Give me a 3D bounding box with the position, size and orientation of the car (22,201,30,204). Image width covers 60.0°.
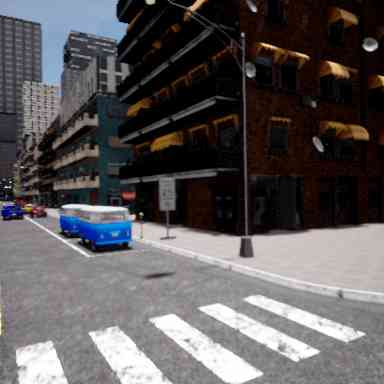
[{"bbox_3d":[-23.963,2.487,49.262,1.752,1.417,4.829,-2,0,-30],"label":"car"}]

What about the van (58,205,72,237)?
[{"bbox_3d":[-6.922,1.667,20.103,1.690,1.788,3.998,-2,0,-30],"label":"van"}]

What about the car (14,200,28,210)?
[{"bbox_3d":[-35.192,2.697,68.457,2.192,1.841,5.009,-2,0,-30],"label":"car"}]

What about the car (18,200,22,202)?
[{"bbox_3d":[-29.538,2.485,58.787,2.192,1.841,5.009,-2,0,-30],"label":"car"}]

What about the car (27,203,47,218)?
[{"bbox_3d":[-18.221,2.330,39.444,1.802,1.307,4.206,-2,0,-30],"label":"car"}]

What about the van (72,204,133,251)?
[{"bbox_3d":[-4.096,1.562,15.267,1.690,1.788,3.998,-2,0,-30],"label":"van"}]

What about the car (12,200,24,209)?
[{"bbox_3d":[-40.845,2.909,78.128,2.192,1.841,5.009,-2,0,-30],"label":"car"}]

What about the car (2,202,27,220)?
[{"bbox_3d":[-20.008,2.249,37.294,1.882,1.535,5.008,-1,-1,-30],"label":"car"}]
